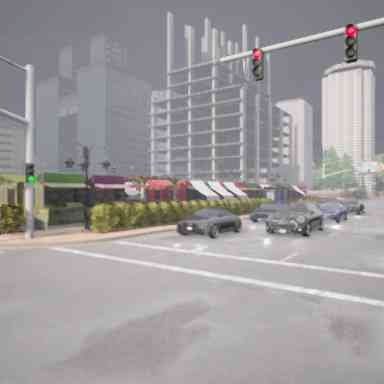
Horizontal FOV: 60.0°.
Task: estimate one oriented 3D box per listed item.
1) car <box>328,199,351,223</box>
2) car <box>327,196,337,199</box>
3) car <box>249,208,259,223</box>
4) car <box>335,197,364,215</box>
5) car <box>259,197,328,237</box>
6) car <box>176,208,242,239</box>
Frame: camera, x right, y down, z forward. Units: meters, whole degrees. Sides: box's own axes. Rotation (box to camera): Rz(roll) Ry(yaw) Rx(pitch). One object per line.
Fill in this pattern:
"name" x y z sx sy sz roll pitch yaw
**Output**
"car" 10.652 1.519 25.577 1.812 1.442 4.674 0 0 34
"car" 17.509 1.340 41.911 2.097 1.767 4.553 0 0 34
"car" 6.169 1.536 25.218 2.033 1.411 5.357 0 0 34
"car" 16.283 1.498 33.906 1.837 1.490 4.892 0 0 34
"car" 5.704 1.345 18.280 2.097 1.767 4.553 0 0 34
"car" 0.991 1.553 17.560 1.994 1.385 4.181 0 0 34
